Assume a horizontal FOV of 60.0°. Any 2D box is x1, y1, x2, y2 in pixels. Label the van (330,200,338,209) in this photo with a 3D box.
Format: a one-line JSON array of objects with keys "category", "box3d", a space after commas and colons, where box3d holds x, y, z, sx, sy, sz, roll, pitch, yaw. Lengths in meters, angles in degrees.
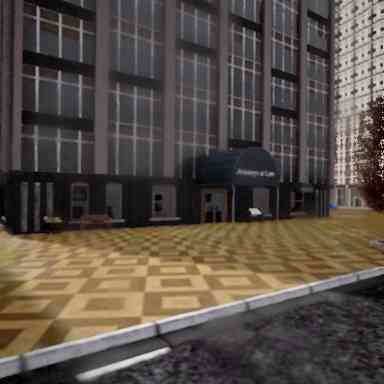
[{"category": "van", "box3d": [26.381, 2.516, 64.548, 1.690, 1.788, 3.998, 0, -1, -22]}]
